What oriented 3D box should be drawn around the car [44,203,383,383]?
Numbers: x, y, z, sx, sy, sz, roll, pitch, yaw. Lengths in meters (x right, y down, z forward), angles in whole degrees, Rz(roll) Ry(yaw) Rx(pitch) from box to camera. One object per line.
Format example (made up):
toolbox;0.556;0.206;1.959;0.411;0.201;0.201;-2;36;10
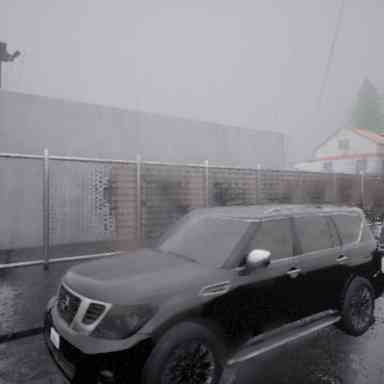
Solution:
car;0.790;1.223;5.163;5.566;2.045;2.150;1;0;-36
